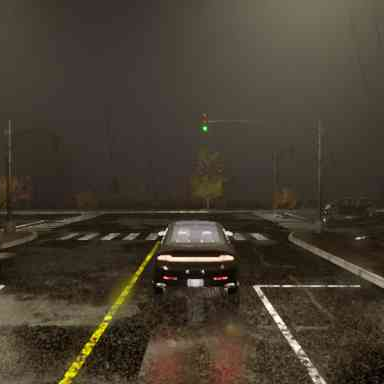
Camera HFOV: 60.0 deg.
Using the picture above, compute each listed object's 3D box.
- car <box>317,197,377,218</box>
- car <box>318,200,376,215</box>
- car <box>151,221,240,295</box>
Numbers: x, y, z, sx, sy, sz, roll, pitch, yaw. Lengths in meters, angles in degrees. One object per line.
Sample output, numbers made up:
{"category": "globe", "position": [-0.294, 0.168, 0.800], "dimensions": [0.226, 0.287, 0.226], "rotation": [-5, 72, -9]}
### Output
{"category": "car", "position": [13.149, 1.232, 28.487], "dimensions": [4.553, 1.767, 2.097], "rotation": [0, 1, -1]}
{"category": "car", "position": [14.754, 1.429, 31.768], "dimensions": [4.718, 1.301, 1.895], "rotation": [0, 1, -2]}
{"category": "car", "position": [0.087, 1.490, 8.690], "dimensions": [2.128, 1.511, 4.902], "rotation": [0, 0, 1]}
